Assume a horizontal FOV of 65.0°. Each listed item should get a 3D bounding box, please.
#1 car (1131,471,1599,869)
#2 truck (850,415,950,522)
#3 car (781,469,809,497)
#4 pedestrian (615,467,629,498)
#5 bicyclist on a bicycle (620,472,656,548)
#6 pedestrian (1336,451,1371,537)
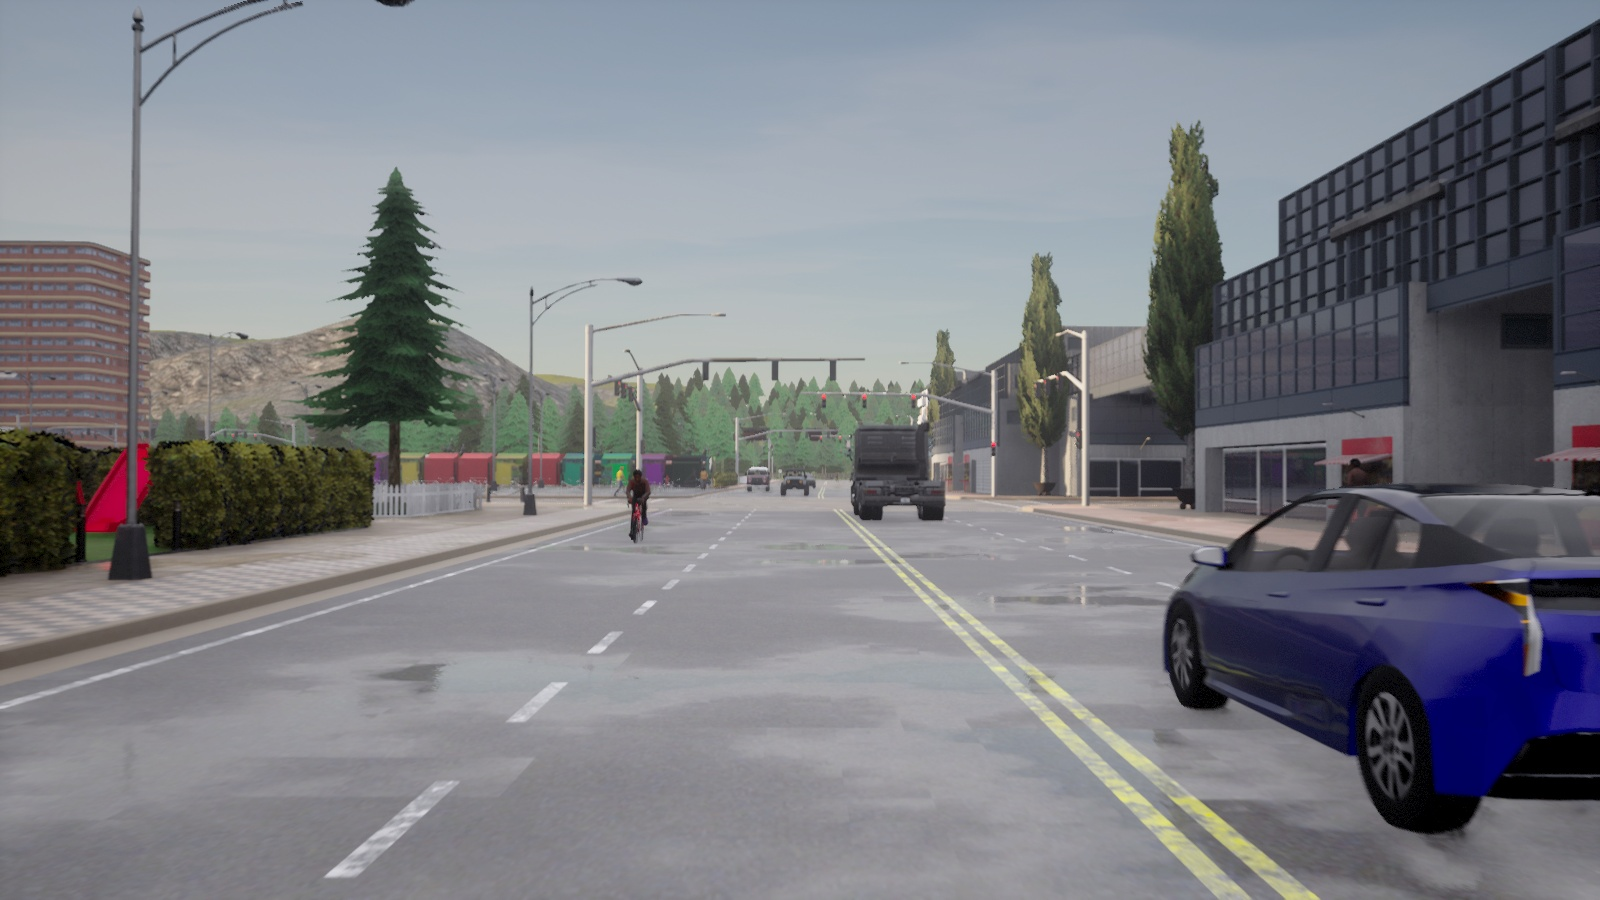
[{"bbox_3d":[3.483,0.884,7.097,2.007,1.525,4.514,0,-1,0],"label":"car"},{"bbox_3d":[3.392,0.659,44.621,2.891,3.462,7.936,0,-1,0],"label":"truck"},{"bbox_3d":[-0.320,2.239,86.627,1.905,1.878,3.866,0,-1,1],"label":"car"},{"bbox_3d":[-10.479,1.905,74.003,0.706,1.836,0.354,0,-1,-31],"label":"pedestrian"},{"bbox_3d":[-3.565,1.306,27.778,0.582,1.620,1.656,0,-1,0],"label":"bicyclist on a bicycle"},{"bbox_3d":[11.828,0.932,26.852,0.328,1.805,0.869,0,-1,0],"label":"pedestrian"}]
